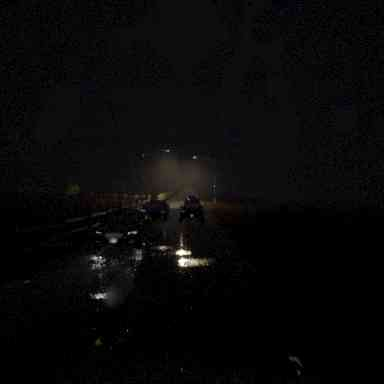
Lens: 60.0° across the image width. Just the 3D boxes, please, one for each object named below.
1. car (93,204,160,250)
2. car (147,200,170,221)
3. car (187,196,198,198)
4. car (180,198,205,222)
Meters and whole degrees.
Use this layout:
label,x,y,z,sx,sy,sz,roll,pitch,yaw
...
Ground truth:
label,x,y,z,sx,sy,sz,roll,pitch,yaw
car,-2.819,1.491,14.450,2.128,1.511,4.902,0,0,0
car,-2.786,1.390,26.537,1.882,1.535,5.008,0,1,0
car,0.022,1.236,42.156,1.837,1.490,4.892,0,1,0
car,0.013,1.447,25.730,1.812,1.442,4.674,0,1,1
